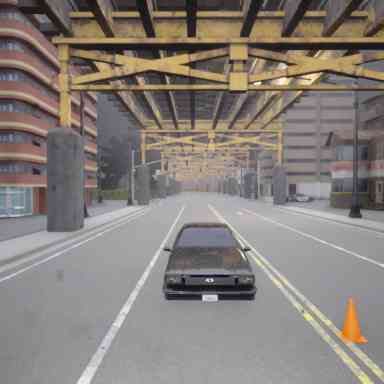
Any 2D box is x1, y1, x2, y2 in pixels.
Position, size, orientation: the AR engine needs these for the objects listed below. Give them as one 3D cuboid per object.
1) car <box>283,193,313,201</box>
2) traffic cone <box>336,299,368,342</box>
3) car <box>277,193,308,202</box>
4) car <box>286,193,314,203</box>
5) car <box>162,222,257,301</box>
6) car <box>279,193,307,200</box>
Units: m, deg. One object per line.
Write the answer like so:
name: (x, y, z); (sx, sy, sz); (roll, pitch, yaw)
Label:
car: (17.517, 0.848, 54.853); (4.536, 1.218, 1.853); (0, 1, -20)
traffic cone: (2.454, 1.949, 5.118); (0.340, 0.580, 0.340); (0, 0, 0)
car: (17.817, 0.958, 58.994); (4.974, 1.542, 2.038); (0, 1, 25)
car: (17.469, 1.006, 54.837); (4.974, 1.542, 2.038); (0, 1, -20)
car: (0.362, 1.533, 8.725); (2.033, 1.411, 5.357); (0, 0, 1)
car: (17.864, 0.801, 58.971); (4.536, 1.218, 1.853); (0, 1, 25)
